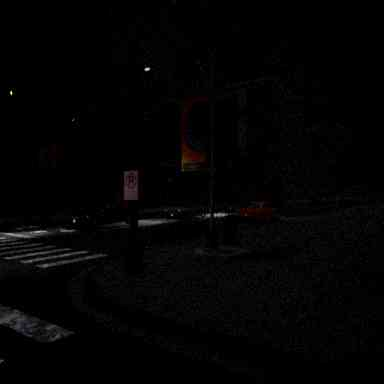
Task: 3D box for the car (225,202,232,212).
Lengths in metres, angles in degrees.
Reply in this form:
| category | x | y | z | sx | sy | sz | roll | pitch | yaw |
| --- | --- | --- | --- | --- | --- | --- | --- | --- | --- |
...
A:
| category | x | y | z | sx | sy | sz | roll | pitch | yaw |
| --- | --- | --- | --- | --- | --- | --- | --- | --- | --- |
| car | 5.620 | 1.550 | 38.424 | 2.128 | 1.511 | 4.902 | 0 | 0 | 35 |

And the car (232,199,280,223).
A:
| category | x | y | z | sx | sy | sz | roll | pitch | yaw |
| --- | --- | --- | --- | --- | --- | --- | --- | --- | --- |
| car | 5.410 | 1.524 | 26.541 | 1.882 | 1.535 | 5.008 | 0 | 0 | 35 |

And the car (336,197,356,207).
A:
| category | x | y | z | sx | sy | sz | roll | pitch | yaw |
| --- | --- | --- | --- | --- | --- | --- | --- | --- | --- |
| car | 26.262 | 1.614 | 56.040 | 1.882 | 1.535 | 5.008 | 0 | 0 | 35 |

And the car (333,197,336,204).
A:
| category | x | y | z | sx | sy | sz | roll | pitch | yaw |
| --- | --- | --- | --- | --- | --- | --- | --- | --- | --- |
| car | 26.385 | 1.672 | 61.847 | 1.812 | 1.442 | 4.674 | 0 | 0 | 35 |

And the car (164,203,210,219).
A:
| category | x | y | z | sx | sy | sz | roll | pitch | yaw |
| --- | --- | --- | --- | --- | --- | --- | --- | --- | --- |
| car | -0.408 | 1.638 | 29.932 | 1.895 | 1.301 | 4.718 | 0 | 0 | 36 |

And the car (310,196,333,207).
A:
| category | x | y | z | sx | sy | sz | roll | pitch | yaw |
| --- | --- | --- | --- | --- | --- | --- | --- | --- | --- |
| car | 20.643 | 1.474 | 53.720 | 2.097 | 1.767 | 4.553 | 0 | 0 | 35 |

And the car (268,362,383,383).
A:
| category | x | y | z | sx | sy | sz | roll | pitch | yaw |
| --- | --- | --- | --- | --- | --- | --- | --- | --- | --- |
| car | 2.209 | 1.551 | 1.270 | 4.403 | 1.369 | 2.008 | 0 | 0 | 36 |

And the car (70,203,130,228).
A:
| category | x | y | z | sx | sy | sz | roll | pitch | yaw |
| --- | --- | --- | --- | --- | --- | --- | --- | --- | --- |
| car | -5.767 | 1.513 | 22.325 | 2.128 | 1.511 | 4.902 | 0 | 0 | 36 |
